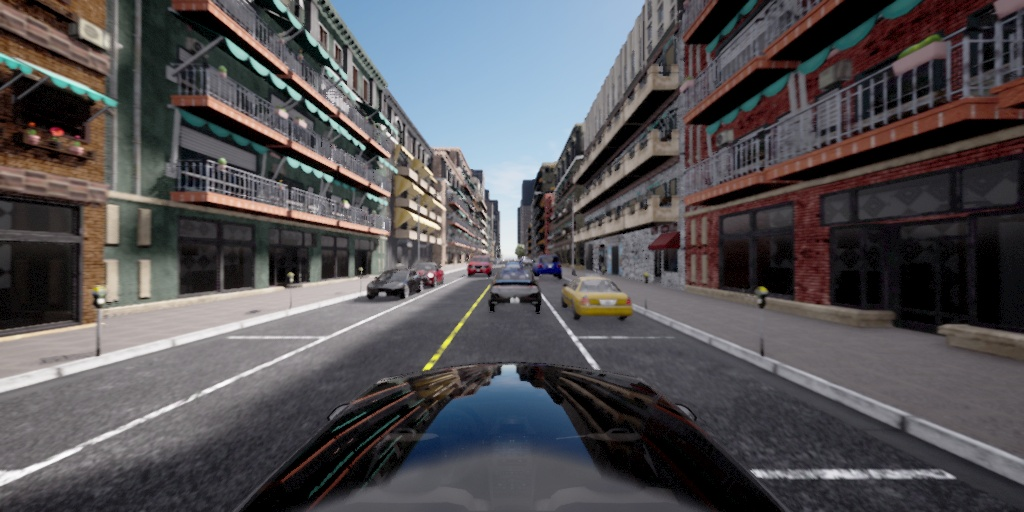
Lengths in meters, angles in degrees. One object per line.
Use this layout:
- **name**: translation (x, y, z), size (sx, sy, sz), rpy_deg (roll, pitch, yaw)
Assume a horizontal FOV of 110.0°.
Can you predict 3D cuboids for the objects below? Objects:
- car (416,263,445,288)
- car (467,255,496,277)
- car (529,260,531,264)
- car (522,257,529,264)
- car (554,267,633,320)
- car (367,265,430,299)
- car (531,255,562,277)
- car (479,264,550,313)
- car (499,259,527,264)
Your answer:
- **car**: translation (-5.680, 1.174, 23.563), size (1.967, 1.591, 4.097), rpy_deg (0, 0, 0)
- **car**: translation (-3.083, 0.955, 35.460), size (2.150, 2.045, 5.566), rpy_deg (0, 0, 0)
- **car**: translation (3.162, 1.238, 38.936), size (1.837, 1.490, 4.892), rpy_deg (0, 0, 0)
- **car**: translation (2.715, 1.293, 57.547), size (2.007, 1.370, 4.403), rpy_deg (0, 0, 0)
- **car**: translation (2.695, 1.265, 12.402), size (1.751, 1.417, 4.829), rpy_deg (0, 0, 0)
- **car**: translation (-5.683, 1.303, 17.902), size (1.948, 1.339, 4.313), rpy_deg (0, 0, 0)
- **car**: translation (3.119, 0.961, 31.966), size (2.150, 2.045, 5.566), rpy_deg (0, 0, 0)
- **car**: translation (0.099, 1.230, 14.026), size (2.128, 1.511, 4.902), rpy_deg (0, 0, 0)
- **car**: translation (0.108, 1.259, 30.327), size (1.812, 1.442, 4.674), rpy_deg (0, 0, 0)
